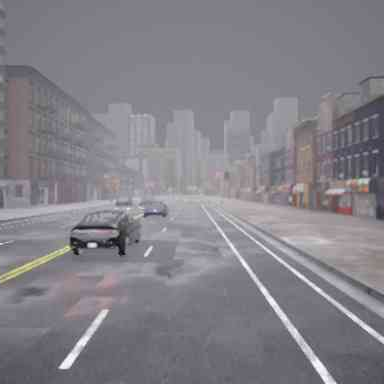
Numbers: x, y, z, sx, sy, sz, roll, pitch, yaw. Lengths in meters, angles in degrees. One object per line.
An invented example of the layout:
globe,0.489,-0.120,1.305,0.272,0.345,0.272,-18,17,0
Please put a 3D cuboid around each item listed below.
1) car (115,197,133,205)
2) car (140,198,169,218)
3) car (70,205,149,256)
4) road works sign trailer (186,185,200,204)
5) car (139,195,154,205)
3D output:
car,-9.813,1.420,48.456,1.882,1.535,5.008,0,0,0
car,-3.149,1.516,30.056,1.994,1.385,4.181,0,0,0
car,-3.148,1.465,12.928,2.128,1.511,4.902,0,0,0
road works sign trailer,0.007,0.418,62.884,2.380,3.560,2.880,0,0,0
car,-6.562,1.295,49.650,2.097,1.767,4.553,0,0,0
